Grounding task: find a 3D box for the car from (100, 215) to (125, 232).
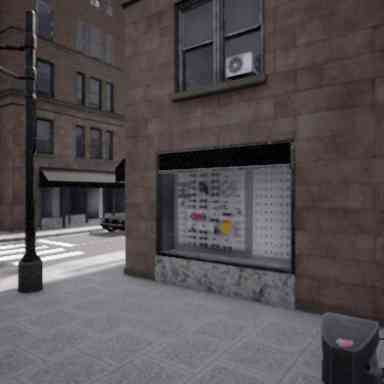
[{"bbox_3d":[-2.943,1.605,19.353,1.895,1.301,4.718,0,0,38],"label":"car"}]
